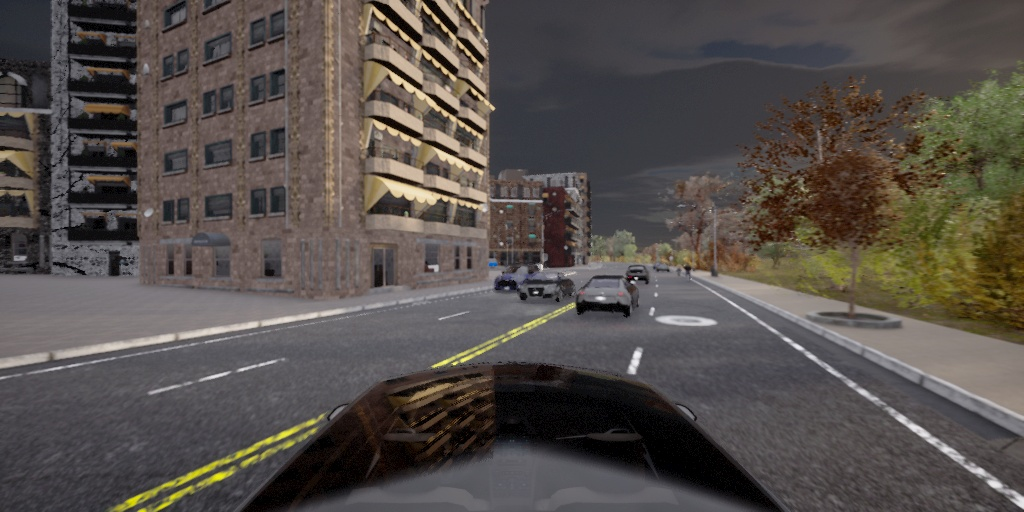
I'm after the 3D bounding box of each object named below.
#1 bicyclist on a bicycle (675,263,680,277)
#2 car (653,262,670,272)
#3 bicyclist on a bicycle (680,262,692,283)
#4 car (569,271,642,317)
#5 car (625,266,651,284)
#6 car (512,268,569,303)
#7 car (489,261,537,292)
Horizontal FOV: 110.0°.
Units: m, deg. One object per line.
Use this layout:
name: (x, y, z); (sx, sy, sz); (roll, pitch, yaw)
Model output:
bicyclist on a bicycle: (19.026, 1.593, 40.899); (0.866, 1.612, 1.509); (-1, -1, 21)
car: (24.899, 1.915, 59.270); (1.994, 1.385, 4.181); (0, -1, 20)
bicyclist on a bicycle: (15.229, 1.424, 31.063); (0.659, 1.776, 1.843); (0, -1, 22)
car: (3.862, 1.453, 14.209); (1.994, 1.385, 4.181); (0, -1, 23)
car: (10.925, 1.576, 31.193); (1.837, 1.490, 4.892); (0, -1, 22)
car: (1.863, 1.510, 18.274); (1.994, 1.385, 4.181); (0, -1, 23)
car: (0.532, 1.366, 23.490); (2.097, 1.767, 4.553); (-1, -1, 23)
